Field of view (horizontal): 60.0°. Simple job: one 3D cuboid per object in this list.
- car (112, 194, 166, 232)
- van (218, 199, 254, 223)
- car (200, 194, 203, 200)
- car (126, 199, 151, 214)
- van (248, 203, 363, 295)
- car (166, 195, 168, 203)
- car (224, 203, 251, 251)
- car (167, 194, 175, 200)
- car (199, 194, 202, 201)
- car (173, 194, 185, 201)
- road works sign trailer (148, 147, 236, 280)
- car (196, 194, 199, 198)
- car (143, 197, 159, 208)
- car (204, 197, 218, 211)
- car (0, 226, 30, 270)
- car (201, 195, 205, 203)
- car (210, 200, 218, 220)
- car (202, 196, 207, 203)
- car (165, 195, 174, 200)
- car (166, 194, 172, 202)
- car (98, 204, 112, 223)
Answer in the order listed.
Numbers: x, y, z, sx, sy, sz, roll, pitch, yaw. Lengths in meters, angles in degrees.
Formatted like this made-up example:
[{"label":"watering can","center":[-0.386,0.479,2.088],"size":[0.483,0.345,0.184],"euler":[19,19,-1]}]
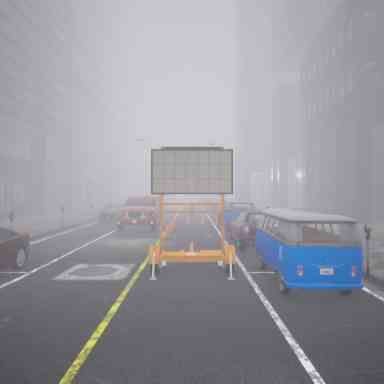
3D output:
[{"label":"car","center":[-3.096,1.219,20.631],"size":[2.150,2.045,5.566],"euler":[0,0,0]},{"label":"van","center":[2.682,1.339,19.705],"size":[1.690,1.788,3.998],"euler":[1,0,0]},{"label":"car","center":[2.687,1.517,53.453],"size":[1.887,1.381,4.507],"euler":[1,0,0]},{"label":"car","center":[-5.842,1.540,36.575],"size":[2.008,1.369,4.403],"euler":[1,0,0]},{"label":"van","center":[2.680,1.342,8.455],"size":[1.690,1.788,3.998],"euler":[1,0,0]},{"label":"car","center":[-5.839,1.547,59.074],"size":[1.802,1.307,4.206],"euler":[1,0,0]},{"label":"car","center":[2.680,1.440,14.080],"size":[1.967,1.590,4.097],"euler":[1,0,0]},{"label":"car","center":[-5.831,1.349,92.820],"size":[1.967,1.590,4.097],"euler":[1,0,0]},{"label":"car","center":[2.687,1.510,59.078],"size":[1.887,1.381,4.507],"euler":[1,0,0]},{"label":"car","center":[-2.988,1.146,85.252],"size":[2.150,2.045,5.566],"euler":[0,0,0]},{"label":"road works sign trailer","center":[0.003,0.465,9.916],"size":[2.380,3.560,2.880],"euler":[0,0,0]},{"label":"car","center":[2.691,1.473,81.577],"size":[1.887,1.381,4.507],"euler":[1,0,0]},{"label":"car","center":[-5.840,1.504,47.654],"size":[1.752,1.417,4.829],"euler":[1,0,0]},{"label":"car","center":[2.683,1.540,36.579],"size":[2.008,1.369,4.403],"euler":[1,0,0]},{"label":"car","center":[-5.848,1.545,8.453],"size":[1.887,1.381,4.507],"euler":[1,0,0]},{"label":"car","center":[2.685,1.524,47.828],"size":[1.887,1.381,4.507],"euler":[1,0,0]},{"label":"car","center":[2.681,1.546,25.330],"size":[2.008,1.369,4.403],"euler":[1,0,0]},{"label":"car","center":[2.684,1.529,42.204],"size":[1.887,1.381,4.507],"euler":[1,0,0]},{"label":"car","center":[-5.834,1.485,87.196],"size":[1.947,1.339,4.313],"euler":[1,0,0]},{"label":"car","center":[-5.835,1.388,70.322],"size":[1.967,1.590,4.097],"euler":[1,0,0]},{"label":"car","center":[-5.844,1.540,25.327],"size":[1.887,1.381,4.507],"euler":[1,0,0]}]
